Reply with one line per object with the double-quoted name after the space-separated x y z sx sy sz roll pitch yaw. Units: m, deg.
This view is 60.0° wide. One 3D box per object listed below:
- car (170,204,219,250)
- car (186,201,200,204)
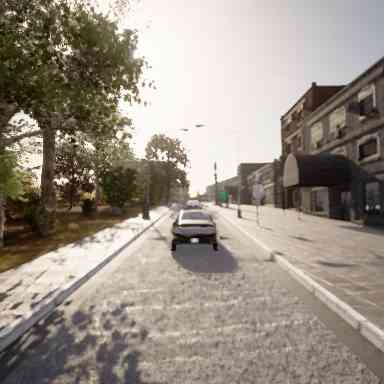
0.098 1.494 14.367 2.128 1.511 4.902 0 1 0 "car"
0.085 1.562 32.323 1.812 1.442 4.674 0 0 0 "car"
